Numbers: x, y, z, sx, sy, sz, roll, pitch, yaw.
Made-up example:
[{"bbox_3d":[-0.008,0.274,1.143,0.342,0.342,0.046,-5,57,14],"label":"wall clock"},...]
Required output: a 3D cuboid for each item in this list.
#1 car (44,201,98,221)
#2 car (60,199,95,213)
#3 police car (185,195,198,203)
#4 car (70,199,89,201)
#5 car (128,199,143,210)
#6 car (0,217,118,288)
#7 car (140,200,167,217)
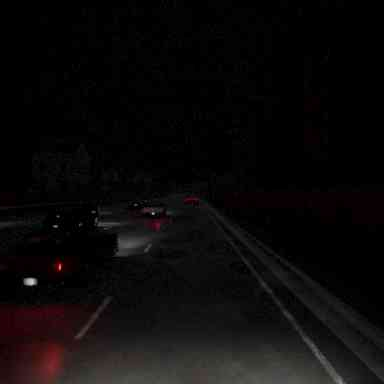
[{"bbox_3d":[-6.903,1.505,19.394,1.837,1.490,4.892,0,0,0],"label":"car"},{"bbox_3d":[-13.326,1.549,39.136,2.033,1.411,5.357,0,0,4],"label":"car"},{"bbox_3d":[-0.013,1.192,47.549,2.038,1.542,4.974,0,0,0],"label":"police car"},{"bbox_3d":[-10.410,1.478,31.630,1.882,1.535,5.008,0,0,0],"label":"car"},{"bbox_3d":[-6.911,1.564,42.815,1.994,1.385,4.181,0,0,0],"label":"car"},{"bbox_3d":[-3.402,1.601,9.228,1.895,1.301,4.718,0,0,0],"label":"car"},{"bbox_3d":[-3.408,1.601,31.381,1.895,1.301,4.718,0,0,0],"label":"car"}]
